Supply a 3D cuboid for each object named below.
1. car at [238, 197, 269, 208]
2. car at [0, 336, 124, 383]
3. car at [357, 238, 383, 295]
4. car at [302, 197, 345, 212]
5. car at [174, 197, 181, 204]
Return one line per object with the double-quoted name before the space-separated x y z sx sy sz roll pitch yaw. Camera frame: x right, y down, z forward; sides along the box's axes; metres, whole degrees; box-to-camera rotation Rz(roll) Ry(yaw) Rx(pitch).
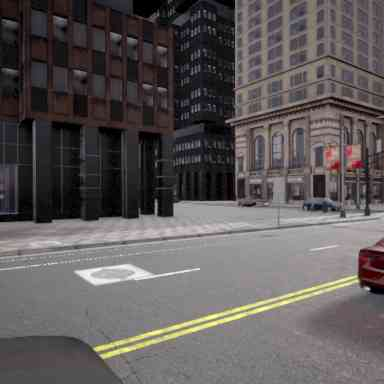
"car" 8.658 1.528 46.895 2.128 1.511 4.902 0 0 -35
"car" -2.832 1.547 1.422 5.357 1.411 2.033 0 0 -36
"car" 5.737 1.477 7.541 5.008 1.535 1.882 0 0 -36
"car" 14.987 1.376 37.949 2.097 1.767 4.553 0 0 -35
"car" -4.273 1.613 65.298 2.033 1.411 5.357 0 0 -35
